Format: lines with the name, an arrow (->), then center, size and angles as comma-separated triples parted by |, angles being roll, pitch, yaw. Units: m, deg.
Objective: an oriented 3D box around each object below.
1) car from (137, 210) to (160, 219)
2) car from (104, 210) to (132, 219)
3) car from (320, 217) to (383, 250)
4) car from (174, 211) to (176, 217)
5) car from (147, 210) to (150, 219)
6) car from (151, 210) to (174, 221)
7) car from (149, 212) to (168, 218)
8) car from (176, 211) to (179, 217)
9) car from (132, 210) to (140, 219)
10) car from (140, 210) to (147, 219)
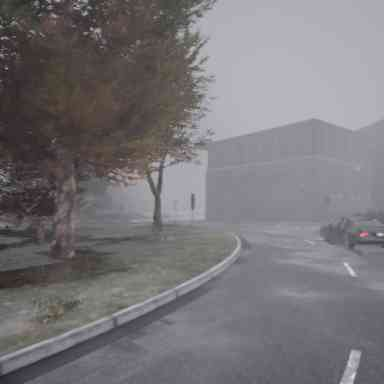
car -> -10.702, 5.523, 82.022 | 5.566, 2.045, 2.435 | 0, -4, -1
car -> -15.376, 4.833, 67.910 | 4.892, 1.521, 2.231 | 0, -4, -3
car -> 7.839, 1.899, 16.057 | 2.033, 1.411, 5.357 | 0, -3, 4
car -> -7.833, 5.990, 90.427 | 5.566, 2.045, 2.435 | 0, -3, -1
car -> -12.655, 5.285, 76.382 | 4.553, 1.767, 2.185 | 0, -4, -2
car -> -5.866, 4.877, 65.850 | 1.837, 1.490, 4.892 | 0, -4, 17
car -> -8.821, 6.125, 87.610 | 4.792, 1.488, 2.163 | 0, -3, -1
car -> -6.812, 6.378, 93.223 | 4.892, 1.521, 2.231 | 0, -3, 0
car -> -14.499, 4.774, 70.748 | 5.566, 2.045, 2.435 | 0, -4, -2
car -> -13.523, 4.968, 73.581 | 5.566, 2.045, 2.435 | 0, -4, -2
